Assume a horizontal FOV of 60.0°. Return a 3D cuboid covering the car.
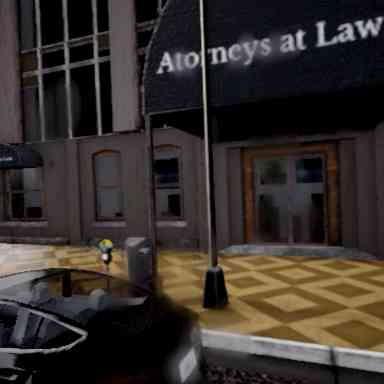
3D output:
[{"bbox_3d":[-1.988,1.554,3.574,4.313,1.339,1.947,-1,0,20],"label":"car"}]
